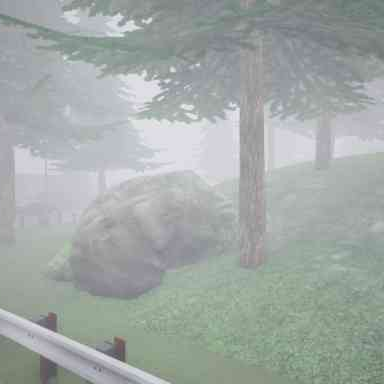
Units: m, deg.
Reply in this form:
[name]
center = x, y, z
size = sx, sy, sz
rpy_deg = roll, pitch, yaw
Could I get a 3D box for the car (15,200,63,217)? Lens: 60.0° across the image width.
[car]
center = -13.278, 1.490, 27.867
size = 1.837, 1.490, 4.892
rpy_deg = 0, 0, 35
